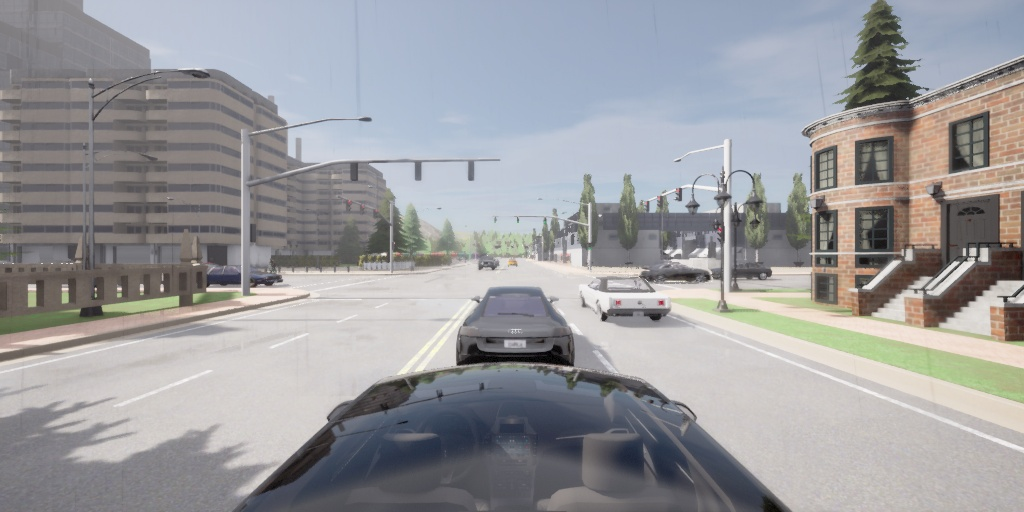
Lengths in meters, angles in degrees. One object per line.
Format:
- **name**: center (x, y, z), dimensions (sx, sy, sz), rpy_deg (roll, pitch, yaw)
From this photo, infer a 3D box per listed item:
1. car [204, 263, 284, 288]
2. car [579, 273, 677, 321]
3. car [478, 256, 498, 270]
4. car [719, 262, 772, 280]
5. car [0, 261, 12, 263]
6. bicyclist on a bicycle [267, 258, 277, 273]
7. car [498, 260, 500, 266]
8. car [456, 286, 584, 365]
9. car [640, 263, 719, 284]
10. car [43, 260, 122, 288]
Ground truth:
- **car**: center (-17.965, 1.297, 23.249), dimensions (5.357, 1.411, 2.033), rpy_deg (0, 0, 0)
- **car**: center (3.583, 1.351, 12.348), dimensions (1.895, 1.301, 4.718), rpy_deg (0, 0, 0)
- **car**: center (-3.583, 0.971, 51.958), dimensions (2.150, 2.045, 5.566), rpy_deg (0, 0, 1)
- **car**: center (19.090, 1.255, 30.122), dimensions (4.892, 1.490, 1.837), rpy_deg (0, 0, -1)
- **car**: center (-49.370, 1.255, 33.919), dimensions (4.892, 1.490, 1.837), rpy_deg (0, 0, 1)
- **bicyclist on a bicycle**: center (-25.245, 1.052, 37.737), dimensions (0.582, 1.620, 1.656), rpy_deg (0, 0, 0)
- **car**: center (-3.560, 1.314, 61.930), dimensions (1.994, 1.385, 4.181), rpy_deg (0, 0, 0)
- **car**: center (0.064, 1.314, 7.502), dimensions (1.994, 1.385, 4.181), rpy_deg (0, 0, 0)
- **car**: center (11.949, 1.241, 26.320), dimensions (4.902, 1.511, 2.128), rpy_deg (0, 0, 0)
- **car**: center (-27.785, 1.228, 23.256), dimensions (5.008, 1.535, 1.882), rpy_deg (0, 0, 0)
